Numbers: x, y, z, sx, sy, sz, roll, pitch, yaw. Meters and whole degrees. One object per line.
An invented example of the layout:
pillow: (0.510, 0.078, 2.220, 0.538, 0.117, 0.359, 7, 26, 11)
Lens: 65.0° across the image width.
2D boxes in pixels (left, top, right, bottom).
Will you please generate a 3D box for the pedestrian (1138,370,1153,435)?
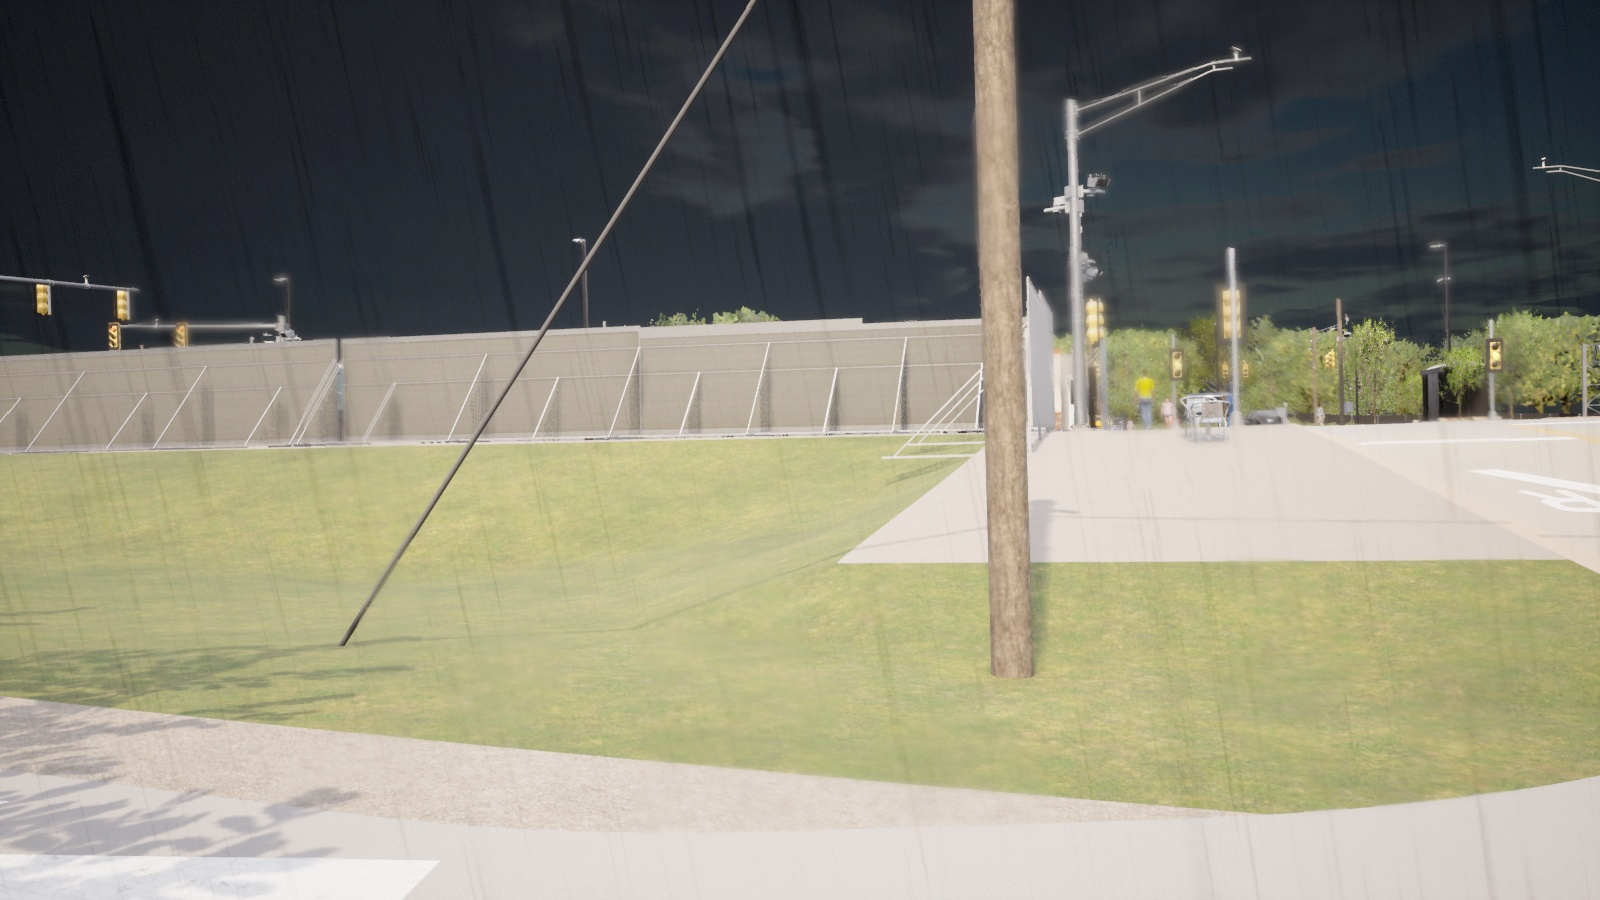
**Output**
pedestrian: (9.908, -1.356, 36.000, 0.354, 1.836, 0.706, -1, 0, 13)

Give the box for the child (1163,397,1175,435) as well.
child: (10.796, -0.998, 36.734, 0.255, 1.110, 0.394, -1, 0, 25)

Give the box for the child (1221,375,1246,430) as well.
child: (10.041, -1.090, 29.094, 0.437, 1.263, 0.270, -1, 0, -5)

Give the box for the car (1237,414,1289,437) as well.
car: (31.364, -1.672, 85.204, 2.163, 1.488, 4.792, -1, 1, 7)
